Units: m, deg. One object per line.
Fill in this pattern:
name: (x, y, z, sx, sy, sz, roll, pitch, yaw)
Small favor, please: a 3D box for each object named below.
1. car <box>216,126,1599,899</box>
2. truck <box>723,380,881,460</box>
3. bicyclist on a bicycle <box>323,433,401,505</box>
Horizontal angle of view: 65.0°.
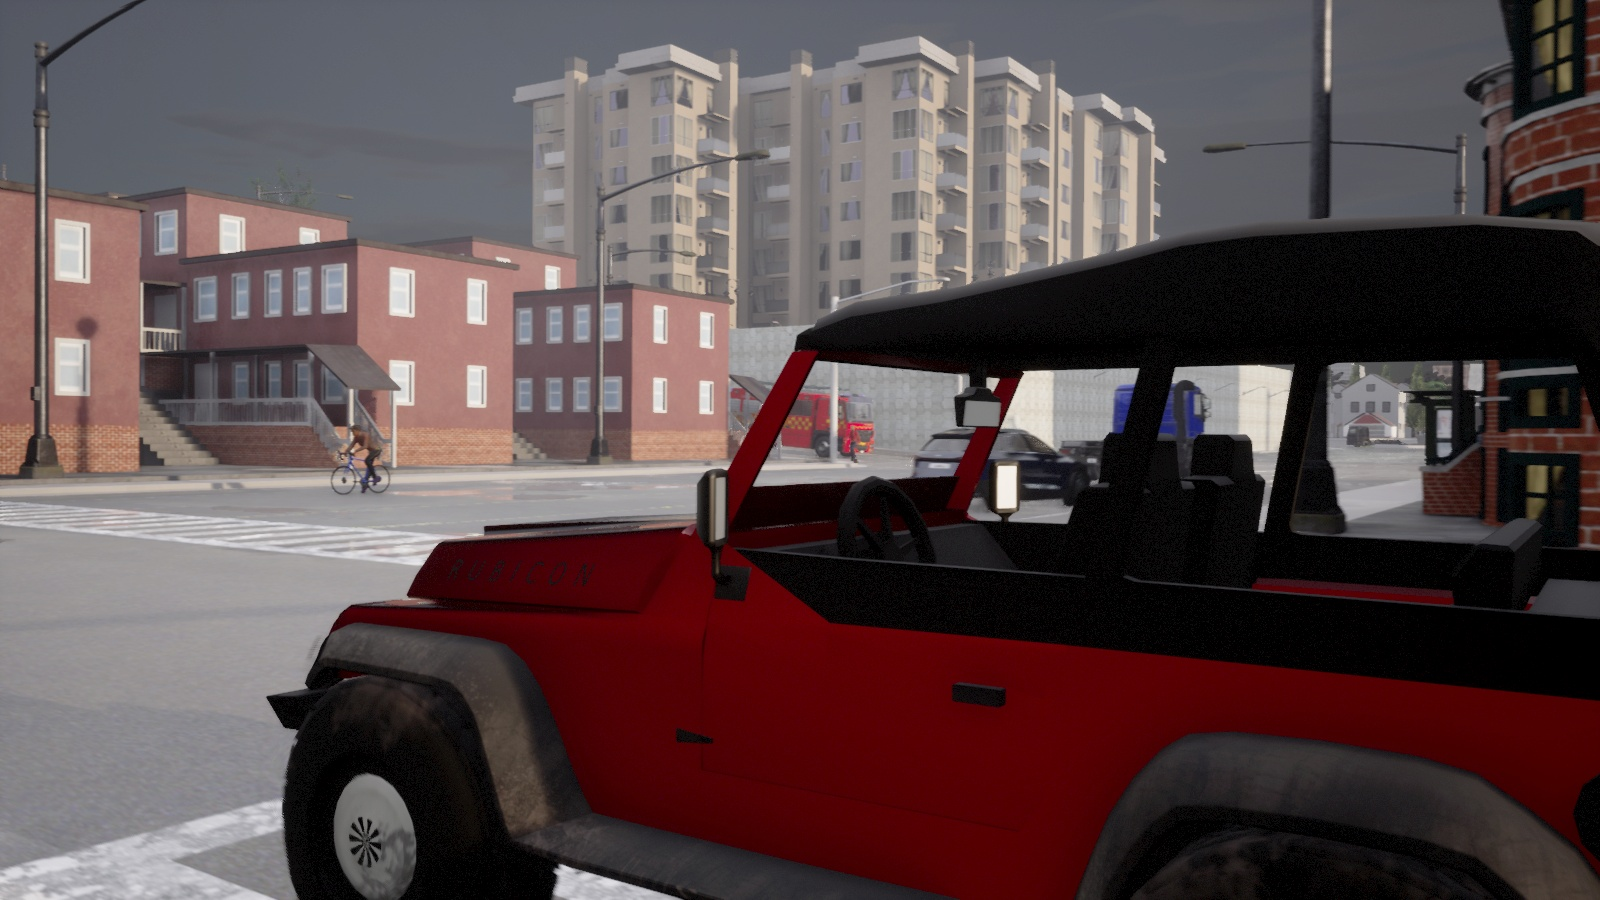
car: (0.496, 0.480, 3.289, 3.866, 1.878, 1.905, 0, 1, 34)
truck: (0.041, -1.738, 70.312, 8.468, 3.827, 2.891, 5, 4, 33)
bicyclist on a bicycle: (-10.177, 0.422, 29.236, 0.582, 1.620, 1.656, 0, 1, 34)
